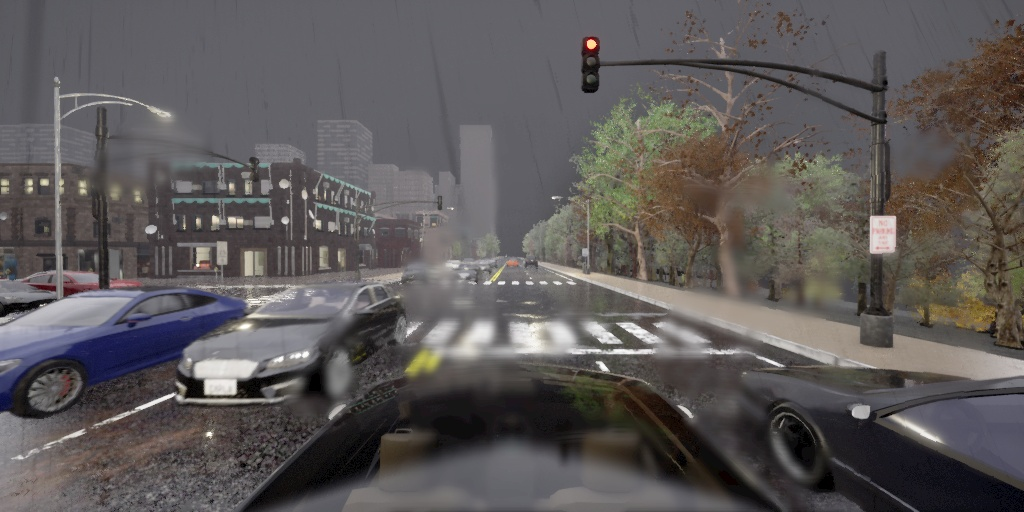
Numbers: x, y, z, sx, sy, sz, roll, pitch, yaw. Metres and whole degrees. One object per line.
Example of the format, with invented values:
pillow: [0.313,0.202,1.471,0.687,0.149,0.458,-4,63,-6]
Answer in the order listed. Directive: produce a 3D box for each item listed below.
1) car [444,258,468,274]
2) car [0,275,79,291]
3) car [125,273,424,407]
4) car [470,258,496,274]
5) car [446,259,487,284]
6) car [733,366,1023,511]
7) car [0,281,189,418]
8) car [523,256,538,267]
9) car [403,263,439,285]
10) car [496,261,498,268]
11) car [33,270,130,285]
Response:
car: [-6.553,1.262,41.356,1.812,1.442,4.674,0,0,0]
car: [-19.933,1.564,13.658,4.313,1.339,1.948,0,0,0]
car: [-3.345,1.240,6.566,2.128,1.511,4.902,0,0,0]
car: [-3.301,1.228,41.774,2.128,1.511,4.902,0,0,0]
car: [-3.321,1.235,27.312,2.128,1.511,4.902,0,0,0]
car: [3.350,1.297,1.482,2.033,1.411,5.357,0,0,0]
car: [-6.596,1.275,6.032,1.812,1.442,4.674,0,0,0]
car: [3.424,0.948,64.229,2.150,2.045,5.566,0,0,0]
car: [-6.572,1.249,26.141,1.837,1.490,4.892,0,0,0]
car: [-3.274,1.255,56.277,1.812,1.442,4.674,0,0,0]
car: [-19.822,1.448,16.363,5.008,1.535,1.882,-1,1,0]
